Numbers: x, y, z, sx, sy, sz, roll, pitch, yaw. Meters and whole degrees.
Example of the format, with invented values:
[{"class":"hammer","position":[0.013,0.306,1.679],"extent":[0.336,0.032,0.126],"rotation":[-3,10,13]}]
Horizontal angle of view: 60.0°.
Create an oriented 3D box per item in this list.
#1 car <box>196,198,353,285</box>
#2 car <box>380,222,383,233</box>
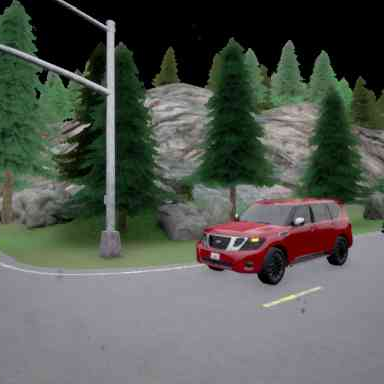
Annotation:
[{"class":"car","position":[2.696,1.225,9.937],"extent":[5.566,2.045,2.150],"rotation":[0,0,-40]},{"class":"car","position":[11.859,1.560,17.408],"extent":[5.357,1.411,2.033],"rotation":[0,0,-39]}]
